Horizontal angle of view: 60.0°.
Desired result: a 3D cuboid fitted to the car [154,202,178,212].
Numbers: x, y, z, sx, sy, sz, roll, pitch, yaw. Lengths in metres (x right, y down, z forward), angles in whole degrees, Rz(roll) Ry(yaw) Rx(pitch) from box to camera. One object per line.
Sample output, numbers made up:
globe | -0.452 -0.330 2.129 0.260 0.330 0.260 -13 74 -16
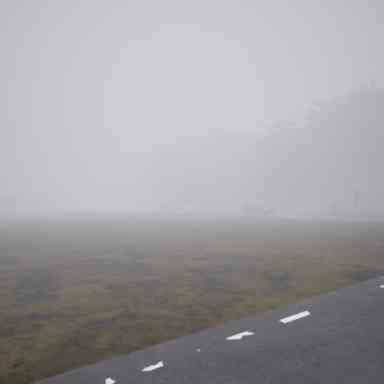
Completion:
car | -4.120 2.652 58.787 1.882 1.535 5.008 -1 -1 -35

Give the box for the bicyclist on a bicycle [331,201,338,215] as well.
bicyclist on a bicycle | 16.875 1.888 39.390 1.656 1.620 0.582 0 -1 -35

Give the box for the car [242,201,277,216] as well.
car | 8.284 1.991 41.173 2.097 1.767 4.553 -1 -1 -35

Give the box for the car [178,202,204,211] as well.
car | 0.108 2.532 57.687 1.882 1.535 5.008 -1 -1 -35
